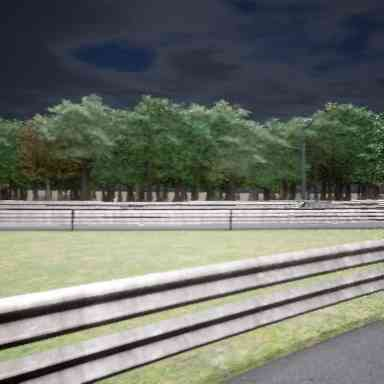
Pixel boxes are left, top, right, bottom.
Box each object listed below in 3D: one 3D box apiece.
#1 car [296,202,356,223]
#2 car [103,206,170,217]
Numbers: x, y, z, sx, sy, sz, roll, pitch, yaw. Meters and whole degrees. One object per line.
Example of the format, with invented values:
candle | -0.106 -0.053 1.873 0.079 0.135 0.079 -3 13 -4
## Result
car | 10.998 1.577 27.323 4.553 1.767 2.097 0 0 -1
car | -4.430 1.828 26.999 5.357 1.411 2.033 0 0 -1
